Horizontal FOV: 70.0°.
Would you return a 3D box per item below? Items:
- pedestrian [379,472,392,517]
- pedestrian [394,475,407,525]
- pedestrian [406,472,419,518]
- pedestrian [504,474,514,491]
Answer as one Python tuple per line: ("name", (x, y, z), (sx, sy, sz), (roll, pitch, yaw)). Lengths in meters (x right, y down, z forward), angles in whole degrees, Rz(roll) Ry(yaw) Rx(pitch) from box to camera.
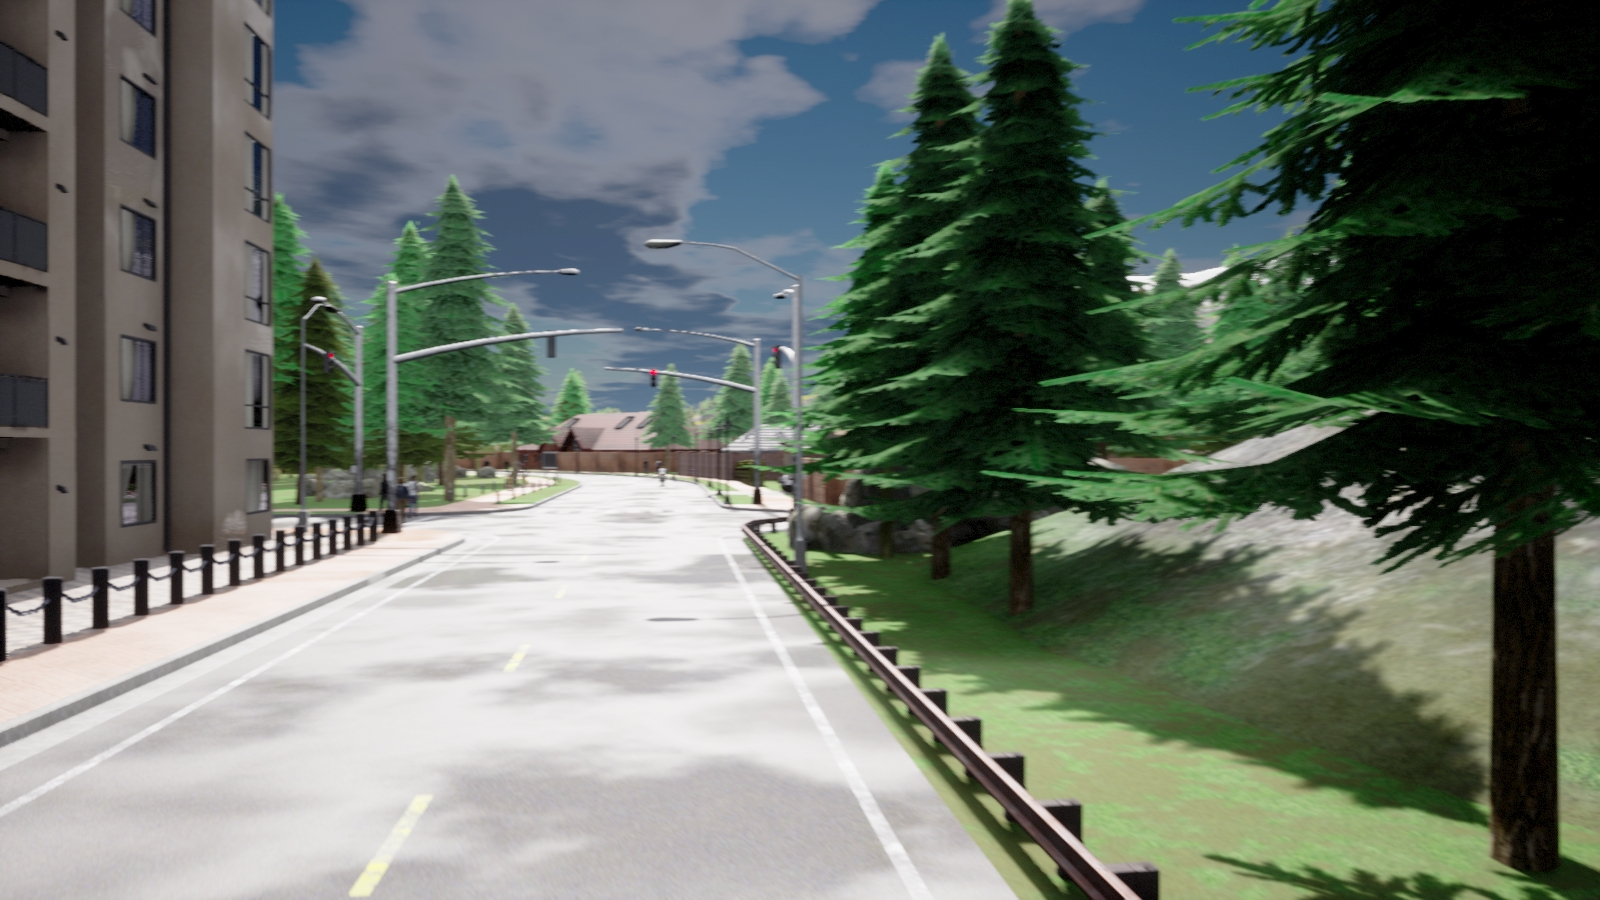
("pedestrian", (-17.394, 1.856, 47.907), (0.375, 1.860, 0.375), (0, 0, 10))
("pedestrian", (-14.838, 1.852, 42.456), (0.375, 1.860, 0.375), (0, 0, -5))
("pedestrian", (-15.941, 1.854, 47.003), (0.375, 1.860, 0.375), (0, 0, 3))
("pedestrian", (-18.634, 2.075, 73.192), (0.500, 1.100, 0.500), (0, 0, -4))
